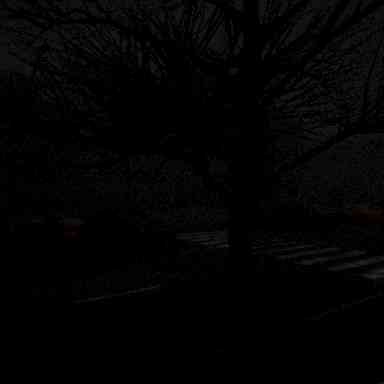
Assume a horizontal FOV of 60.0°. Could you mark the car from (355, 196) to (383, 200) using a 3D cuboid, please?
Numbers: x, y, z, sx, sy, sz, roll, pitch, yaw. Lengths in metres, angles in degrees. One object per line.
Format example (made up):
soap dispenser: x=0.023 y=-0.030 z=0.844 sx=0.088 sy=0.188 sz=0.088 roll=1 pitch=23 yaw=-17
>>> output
car: x=16.669 y=1.345 z=28.425 sx=5.566 sy=2.045 sz=2.435 roll=-1 pitch=-1 yaw=35

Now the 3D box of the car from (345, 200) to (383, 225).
car: x=11.594 y=1.584 z=25.049 sx=5.366 sy=1.575 sz=1.946 roll=-1 pitch=-1 yaw=35

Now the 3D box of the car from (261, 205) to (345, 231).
car: x=6.884 y=1.593 z=21.451 sx=4.792 sy=1.488 sz=2.163 roll=-1 pitch=-1 yaw=35

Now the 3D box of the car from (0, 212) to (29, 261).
car: x=-7.773 y=1.367 z=11.009 sx=4.553 sy=1.767 sz=2.185 roll=-1 pitch=-1 yaw=34

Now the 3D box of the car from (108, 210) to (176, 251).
car: x=-2.895 y=1.545 z=14.486 sx=4.792 sy=1.488 sz=2.163 roll=-1 pitch=-1 yaw=34

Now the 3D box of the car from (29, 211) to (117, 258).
car: x=-5.366 y=1.544 z=12.752 sx=4.674 sy=1.452 sz=2.002 roll=-1 pitch=-1 yaw=35
